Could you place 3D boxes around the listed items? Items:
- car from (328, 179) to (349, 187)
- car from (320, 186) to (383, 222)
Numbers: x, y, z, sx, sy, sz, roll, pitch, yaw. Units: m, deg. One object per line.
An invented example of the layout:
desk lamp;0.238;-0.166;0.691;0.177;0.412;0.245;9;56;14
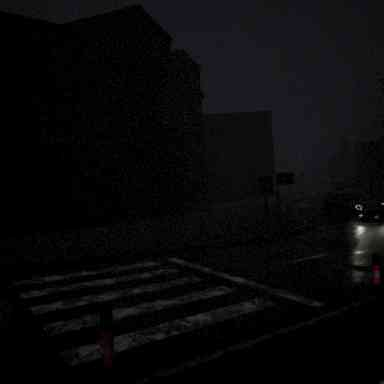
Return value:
car;24.995;-1.475;57.056;1.882;1.535;5.008;-4;2;1
car;10.022;0.776;20.888;2.097;1.767;4.553;-4;2;-8
